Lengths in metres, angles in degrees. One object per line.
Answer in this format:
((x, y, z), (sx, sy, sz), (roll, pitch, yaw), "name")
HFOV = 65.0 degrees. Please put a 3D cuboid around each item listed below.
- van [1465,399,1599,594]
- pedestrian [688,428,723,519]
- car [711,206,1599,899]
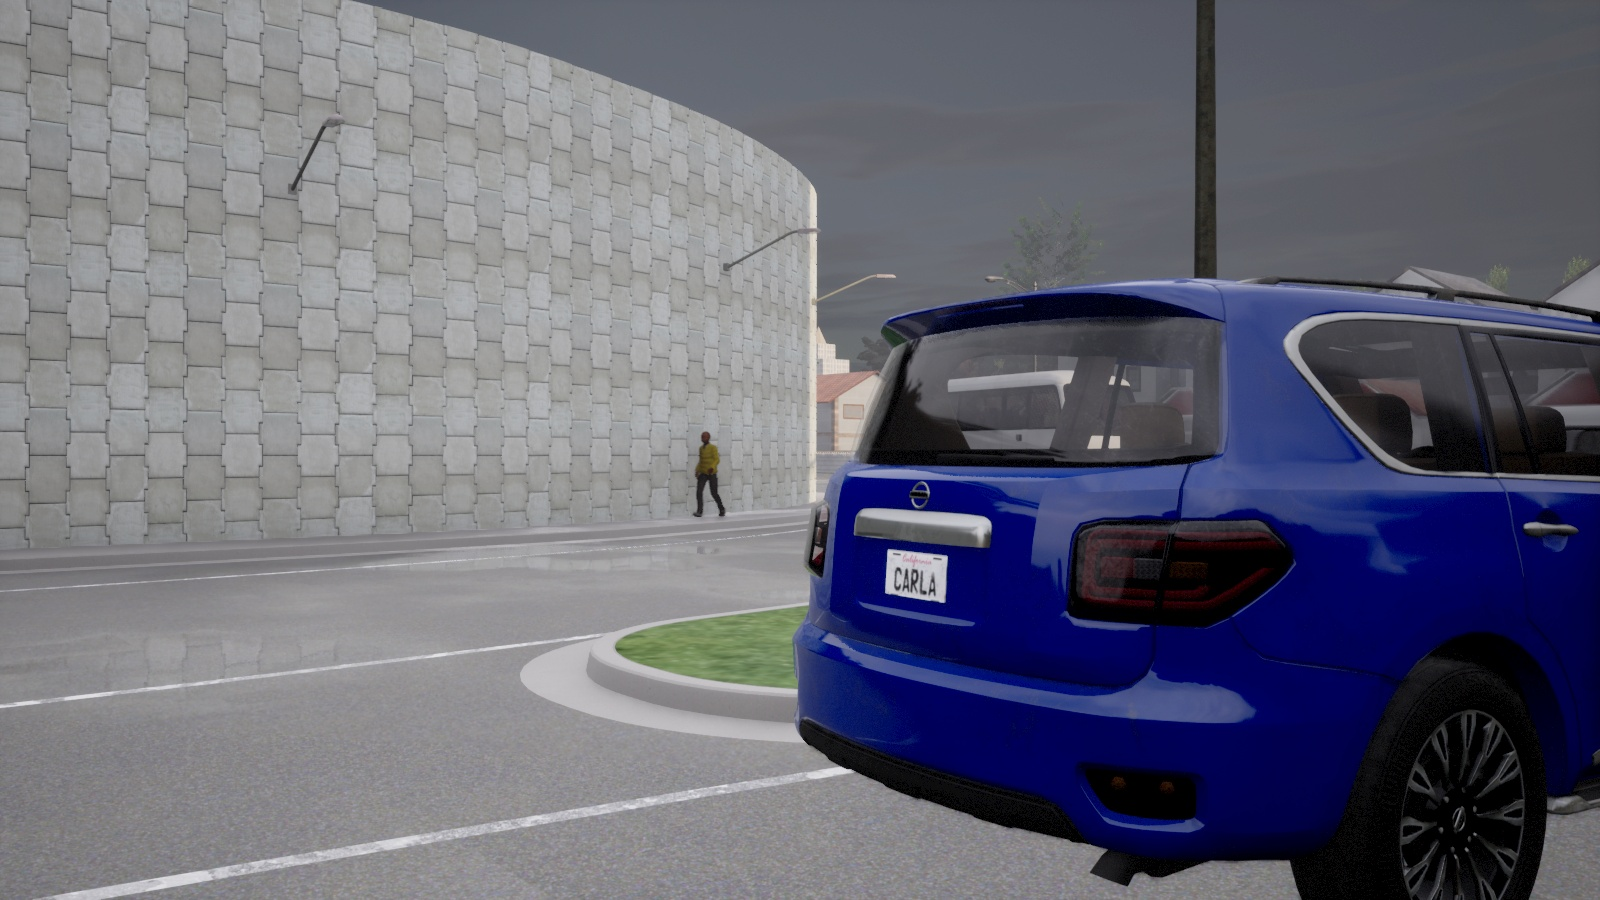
((9.722, 0.478, 13.076), (2.069, 2.038, 4.480), (0, 0, -39), "van")
((-1.926, 0.466, 25.725), (0.370, 1.835, 0.726), (0, 0, 29), "pedestrian")
((2.597, 0.471, 5.244), (5.566, 2.045, 2.150), (0, 0, -32), "car")
